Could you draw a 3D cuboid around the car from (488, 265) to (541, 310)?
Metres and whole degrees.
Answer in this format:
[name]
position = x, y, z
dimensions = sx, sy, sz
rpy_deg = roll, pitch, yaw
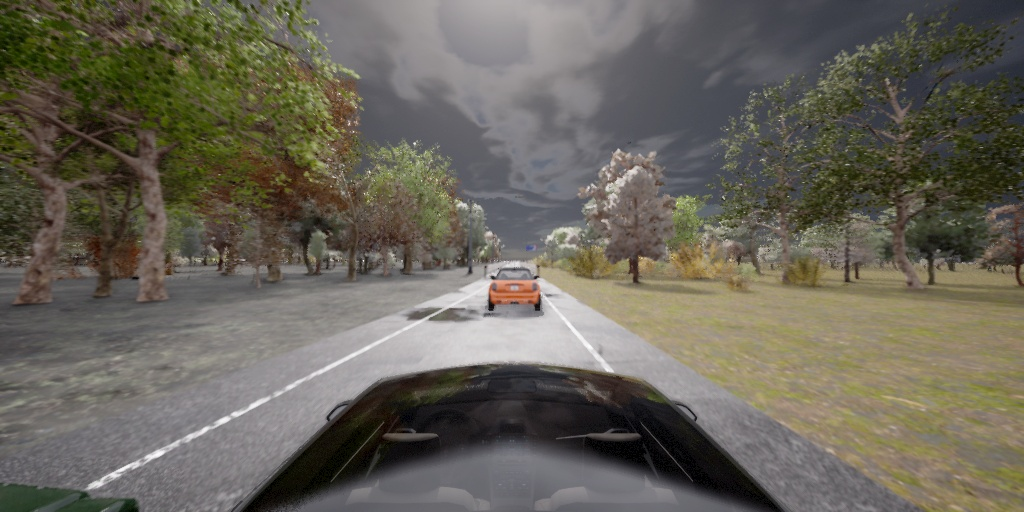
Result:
[car]
position = 0.097, 1.263, 15.803
dimensions = 2.097, 1.767, 4.553
rpy_deg = 0, -1, 0
